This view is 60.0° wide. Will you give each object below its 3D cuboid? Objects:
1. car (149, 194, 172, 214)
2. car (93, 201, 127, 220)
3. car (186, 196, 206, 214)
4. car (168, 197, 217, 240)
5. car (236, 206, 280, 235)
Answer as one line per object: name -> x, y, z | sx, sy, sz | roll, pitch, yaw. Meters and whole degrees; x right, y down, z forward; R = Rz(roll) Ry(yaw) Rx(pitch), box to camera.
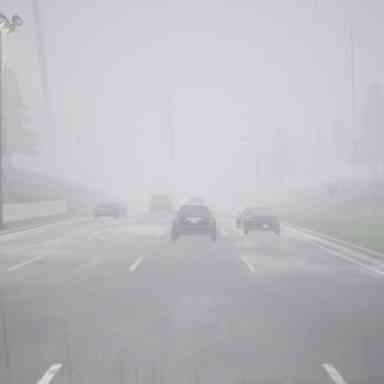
car -> -3.063, 1.198, 34.747 | 2.150, 2.045, 5.566 | 0, 0, 2
car -> -6.764, 1.473, 27.927 | 2.128, 1.511, 4.902 | 0, 0, 1
car -> 0.491, 1.328, 35.719 | 2.097, 1.767, 4.553 | 0, 0, 2
car -> 0.109, 1.341, 17.074 | 2.097, 1.767, 4.553 | 0, 0, 0
car -> 3.612, 1.513, 18.626 | 1.812, 1.442, 4.674 | 0, 0, 0
